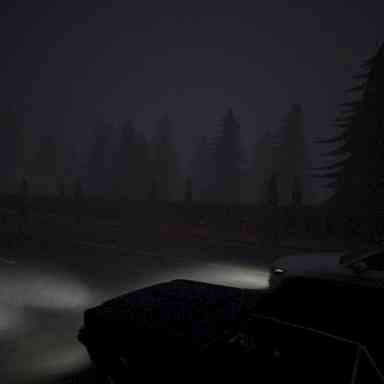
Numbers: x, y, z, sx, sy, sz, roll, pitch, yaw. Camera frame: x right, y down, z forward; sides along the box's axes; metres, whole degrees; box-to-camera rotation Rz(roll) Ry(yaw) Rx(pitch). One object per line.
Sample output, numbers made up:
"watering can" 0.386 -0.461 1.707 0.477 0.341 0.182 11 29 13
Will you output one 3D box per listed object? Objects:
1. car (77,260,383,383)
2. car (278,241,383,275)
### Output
"car" 0.999 1.583 3.279 4.718 1.301 1.895 1 1 36
"car" 3.651 1.522 5.687 4.674 1.442 1.812 1 1 35
